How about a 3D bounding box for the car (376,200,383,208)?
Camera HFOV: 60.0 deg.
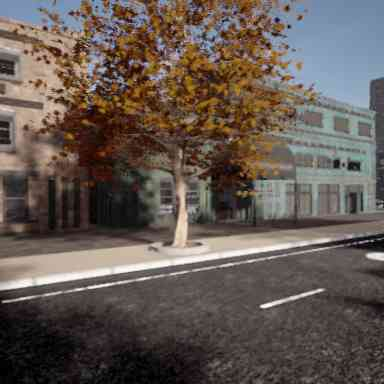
[{"bbox_3d":[31.843,2.060,58.099,2.008,1.369,4.403,-1,0,-36],"label":"car"}]
